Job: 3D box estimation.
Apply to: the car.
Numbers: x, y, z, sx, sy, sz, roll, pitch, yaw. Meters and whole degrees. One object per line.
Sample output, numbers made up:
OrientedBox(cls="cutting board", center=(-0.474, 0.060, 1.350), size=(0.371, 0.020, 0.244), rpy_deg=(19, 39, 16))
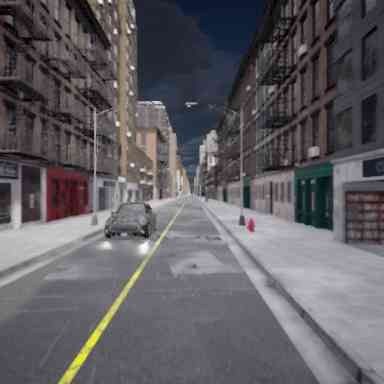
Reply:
OrientedBox(cls="car", center=(-3.042, 1.340, 17.294), size=(2.097, 1.767, 4.553), rpy_deg=(0, 0, 0))
